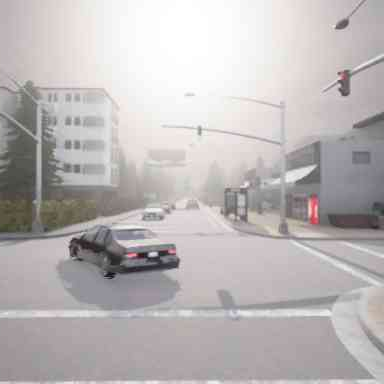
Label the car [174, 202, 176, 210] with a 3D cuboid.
[{"bbox_3d":[-3.537,2.008,51.970,1.882,1.535,5.008,0,-1,0],"label":"car"}]

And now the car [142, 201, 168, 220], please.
[{"bbox_3d":[-3.601,1.851,31.826,1.812,1.442,4.674,0,-1,0],"label":"car"}]

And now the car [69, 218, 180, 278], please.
[{"bbox_3d":[-2.442,1.724,10.802,2.033,1.411,5.357,1,-2,-34],"label":"car"}]

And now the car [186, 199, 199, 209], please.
[{"bbox_3d":[0.094,1.911,54.658,2.097,1.767,4.553,0,-1,0],"label":"car"}]

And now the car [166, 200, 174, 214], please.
[{"bbox_3d":[-3.590,1.932,41.829,1.837,1.490,4.892,0,-1,0],"label":"car"}]
